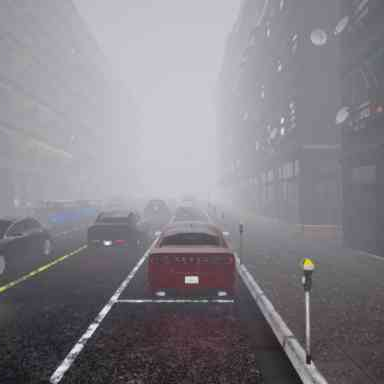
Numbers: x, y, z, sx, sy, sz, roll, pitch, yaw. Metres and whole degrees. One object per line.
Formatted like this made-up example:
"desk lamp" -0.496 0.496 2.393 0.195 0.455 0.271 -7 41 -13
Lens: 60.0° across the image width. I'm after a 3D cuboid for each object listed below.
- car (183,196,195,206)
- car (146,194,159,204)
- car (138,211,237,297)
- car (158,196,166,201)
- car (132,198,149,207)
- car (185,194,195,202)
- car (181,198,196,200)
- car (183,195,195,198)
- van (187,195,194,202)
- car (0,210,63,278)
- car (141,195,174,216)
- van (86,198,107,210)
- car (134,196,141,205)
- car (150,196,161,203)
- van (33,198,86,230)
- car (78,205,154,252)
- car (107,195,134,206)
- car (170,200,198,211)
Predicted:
"car" -0.473 1.553 59.411 1.967 1.590 4.097 1 0 0
"car" -8.317 1.471 70.528 2.192 1.841 5.009 1 0 0
"car" -0.006 1.482 8.653 1.882 1.535 5.008 0 0 0
"car" -8.326 1.847 92.652 1.802 1.307 4.206 1 0 0
"car" -8.321 1.660 53.938 1.947 1.339 4.313 1 0 0
"car" -0.473 1.521 81.536 2.192 1.841 5.009 1 0 0
"car" -0.438 1.582 31.754 1.887 1.381 4.507 1 0 0
"car" -0.429 1.490 37.286 1.967 1.590 4.097 1 0 0
"van" -0.474 1.575 87.068 1.690 1.788 3.998 1 0 0
"car" -5.871 1.511 10.065 1.837 1.490 4.892 0 0 0
"car" -3.020 1.385 29.932 2.097 1.767 4.553 0 0 0
"van" -8.314 1.368 26.285 1.690 1.788 3.998 1 0 0
"car" -8.314 1.379 42.876 2.192 1.841 5.009 1 0 0
"car" -8.323 1.725 76.059 1.887 1.381 4.507 1 0 0
"van" -8.312 1.359 20.753 1.690 1.788 3.998 2 0 0
"car" -2.921 1.514 13.930 1.837 1.490 4.892 0 0 0
"car" -8.314 1.365 37.346 2.192 1.841 5.009 1 0 0
"car" -0.438 1.572 26.224 1.887 1.381 4.507 1 0 0
